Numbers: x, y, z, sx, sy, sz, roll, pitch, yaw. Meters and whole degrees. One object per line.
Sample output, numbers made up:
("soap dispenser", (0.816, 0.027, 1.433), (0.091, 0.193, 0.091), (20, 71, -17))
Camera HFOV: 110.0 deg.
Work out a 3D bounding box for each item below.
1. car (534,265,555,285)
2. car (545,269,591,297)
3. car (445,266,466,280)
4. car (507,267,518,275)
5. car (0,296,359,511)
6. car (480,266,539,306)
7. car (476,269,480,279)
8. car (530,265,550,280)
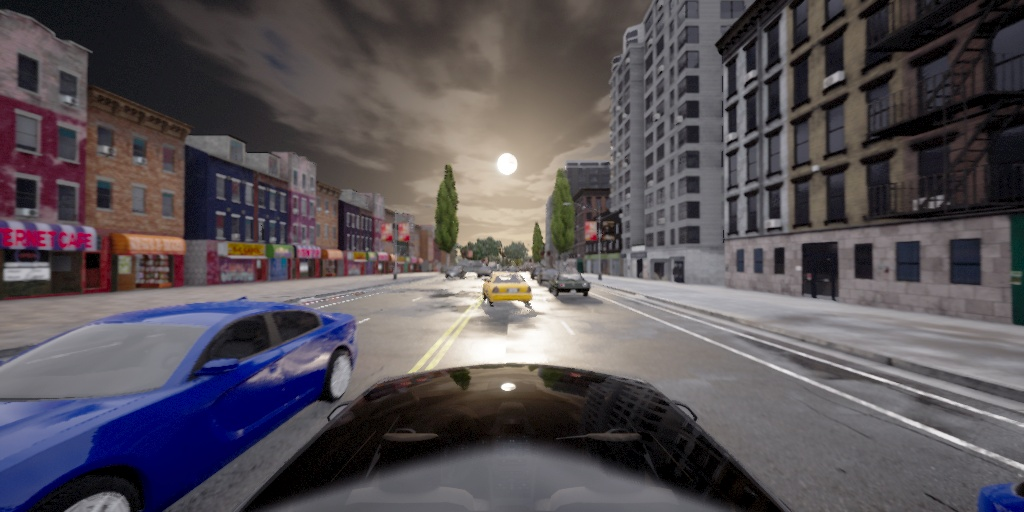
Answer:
("car", (3.252, 1.780, 32.170), (2.033, 1.411, 5.357), (0, -1, 0))
("car", (3.252, 1.622, 21.197), (1.895, 1.301, 4.718), (0, -1, 0))
("car", (-6.594, 1.960, 42.181), (2.128, 1.511, 4.902), (0, -2, 0))
("car", (0.088, 2.651, 63.398), (1.994, 1.385, 4.181), (0, -2, 0))
("car", (-3.348, 1.252, 3.628), (1.882, 1.535, 5.008), (0, -1, 0))
("car", (-0.322, 1.410, 16.949), (1.801, 1.575, 5.366), (0, -1, -9))
("car", (-3.346, 2.085, 44.798), (2.033, 1.411, 5.357), (0, -2, 0))
("car", (3.252, 1.927, 43.174), (2.033, 1.649, 4.856), (0, -2, 0))
